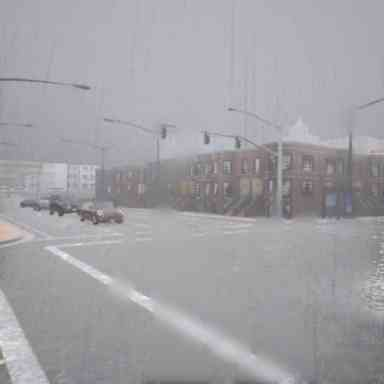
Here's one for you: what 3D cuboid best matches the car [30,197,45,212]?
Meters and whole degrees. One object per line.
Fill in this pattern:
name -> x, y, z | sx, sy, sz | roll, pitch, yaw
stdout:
car -> -18.379, 1.629, 41.325 | 1.812, 1.442, 4.674 | 1, 0, -35

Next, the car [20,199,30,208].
car -> -24.180, 1.667, 49.454 | 1.994, 1.385, 4.181 | 1, 0, -35

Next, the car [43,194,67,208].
car -> -21.441, 1.367, 51.908 | 2.150, 2.045, 5.566 | 1, 0, -36

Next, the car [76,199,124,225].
car -> -6.875, 1.456, 25.291 | 2.097, 1.767, 4.553 | 1, 0, -35

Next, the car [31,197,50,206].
car -> -27.566, 1.693, 60.427 | 2.033, 1.411, 5.357 | 1, 0, -36

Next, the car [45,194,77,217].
car -> -12.586, 1.325, 33.231 | 2.150, 2.045, 5.566 | 1, 0, -36
